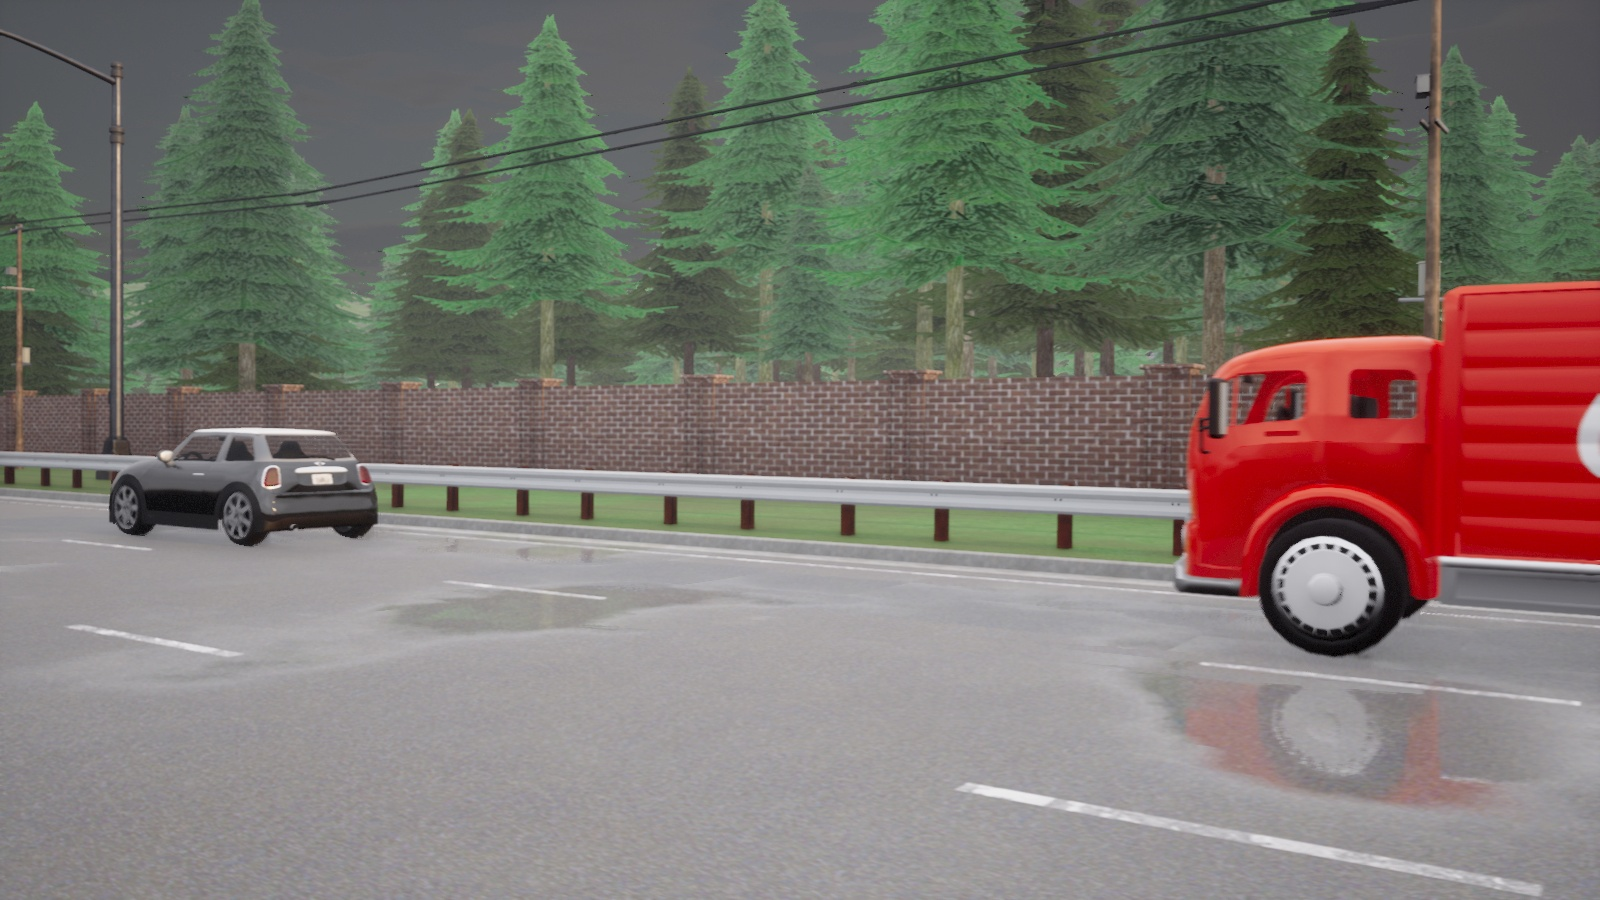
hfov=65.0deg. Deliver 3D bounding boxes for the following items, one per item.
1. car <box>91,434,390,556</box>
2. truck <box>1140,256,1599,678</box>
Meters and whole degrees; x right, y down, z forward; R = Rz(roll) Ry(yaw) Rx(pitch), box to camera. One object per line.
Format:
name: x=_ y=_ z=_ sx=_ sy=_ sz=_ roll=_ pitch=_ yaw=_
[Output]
car: x=-7.645 y=0.538 z=17.103 sx=3.806 sy=1.475 sz=1.970 roll=0 pitch=1 yaw=34
truck: x=5.295 y=0.081 z=8.499 sx=5.204 sy=2.467 sz=2.627 roll=0 pitch=1 yaw=34
